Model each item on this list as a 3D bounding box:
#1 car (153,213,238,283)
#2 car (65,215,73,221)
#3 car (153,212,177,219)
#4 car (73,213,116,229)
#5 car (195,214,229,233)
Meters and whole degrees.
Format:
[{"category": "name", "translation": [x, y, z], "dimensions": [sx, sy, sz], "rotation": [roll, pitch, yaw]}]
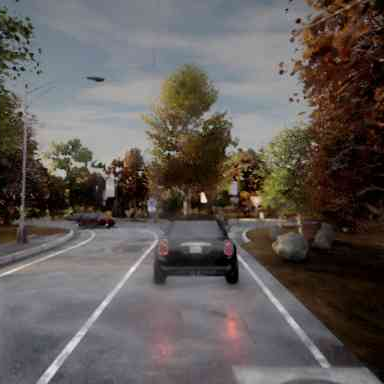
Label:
[{"category": "car", "translation": [0.111, 1.435, 10.047], "dimensions": [2.097, 1.767, 4.553], "rotation": [0, -1, 0]}, {"category": "car", "translation": [-18.389, 4.110, 54.904], "dimensions": [2.033, 1.411, 5.357], "rotation": [-2, -4, 25]}, {"category": "car", "translation": [-5.295, 4.645, 64.735], "dimensions": [4.718, 1.301, 1.895], "rotation": [1, -4, -7]}, {"category": "car", "translation": [-8.898, 2.680, 30.842], "dimensions": [1.895, 1.301, 4.718], "rotation": [3, -5, -41]}, {"category": "car", "translation": [1.661, 2.357, 25.717], "dimensions": [1.895, 1.301, 4.718], "rotation": [-1, -4, 13]}]
